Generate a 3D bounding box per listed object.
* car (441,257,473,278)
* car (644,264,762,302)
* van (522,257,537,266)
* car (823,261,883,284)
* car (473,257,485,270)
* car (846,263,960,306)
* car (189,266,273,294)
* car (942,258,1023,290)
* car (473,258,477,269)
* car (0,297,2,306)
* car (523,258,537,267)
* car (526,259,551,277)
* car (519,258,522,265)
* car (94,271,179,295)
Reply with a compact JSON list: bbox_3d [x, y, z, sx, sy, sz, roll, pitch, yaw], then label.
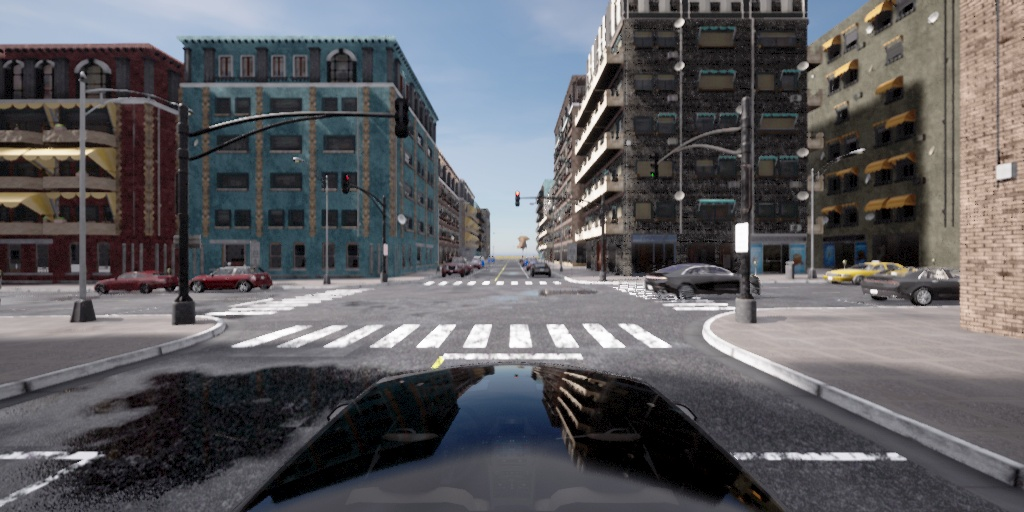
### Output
[{"bbox_3d":[-5.242,0.995,33.640,2.192,1.841,5.009,0,0,0],"label":"car"},{"bbox_3d":[8.300,1.089,15.648,4.902,1.511,2.128,-1,0,-9],"label":"car"},{"bbox_3d":[2.679,0.979,50.278,1.690,1.789,3.998,0,0,0],"label":"van"},{"bbox_3d":[21.177,0.959,21.124,4.829,1.417,1.751,0,0,1],"label":"car"},{"bbox_3d":[-5.201,1.183,50.296,1.888,1.381,4.507,0,0,0],"label":"car"},{"bbox_3d":[15.627,1.058,13.299,4.403,1.370,2.007,0,0,1],"label":"car"},{"bbox_3d":[-16.861,1.348,21.516,4.097,1.591,1.967,0,0,1],"label":"car"},{"bbox_3d":[26.051,0.867,18.608,4.902,1.511,2.128,-1,0,1],"label":"car"},{"bbox_3d":[-5.228,1.212,39.192,1.888,1.381,4.507,0,0,0],"label":"car"},{"bbox_3d":[-22.467,1.419,13.683,4.097,1.591,1.967,0,0,1],"label":"car"},{"bbox_3d":[2.666,1.234,44.726,1.802,1.307,4.207,0,0,0],"label":"car"},{"bbox_3d":[2.639,1.246,33.622,1.948,1.339,4.313,0,0,0],"label":"car"},{"bbox_3d":[2.705,1.048,61.382,1.967,1.591,4.097,0,0,0],"label":"car"},{"bbox_3d":[-22.409,1.558,21.568,4.207,1.307,1.802,0,0,1],"label":"car"}]
